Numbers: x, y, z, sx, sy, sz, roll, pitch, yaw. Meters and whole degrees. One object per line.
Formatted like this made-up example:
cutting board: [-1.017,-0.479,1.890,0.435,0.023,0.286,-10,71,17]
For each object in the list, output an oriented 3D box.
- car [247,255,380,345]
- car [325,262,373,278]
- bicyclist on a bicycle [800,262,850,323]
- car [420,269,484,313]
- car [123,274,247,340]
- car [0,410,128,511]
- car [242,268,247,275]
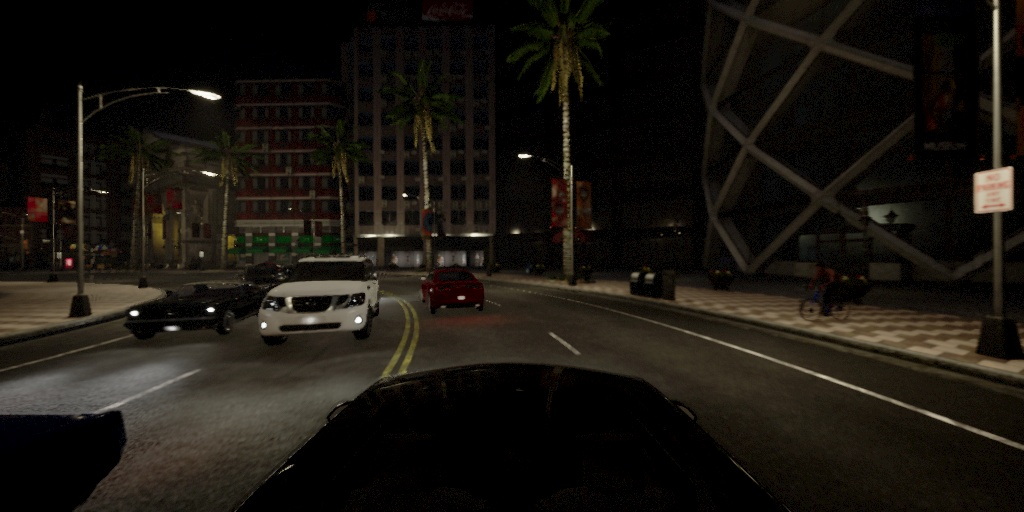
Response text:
car: [-5.011,1.002,10.151,2.150,2.045,5.566,0,0,-17]
car: [-16.385,1.341,35.929,4.902,1.511,2.128,0,0,34]
bicyclist on a bicycle: [8.540,0.998,9.773,1.656,1.620,0.582,-1,0,-11]
car: [-2.506,1.243,14.257,1.882,1.535,5.008,0,0,-19]
car: [-8.745,1.404,10.535,1.895,1.301,4.718,0,0,-19]
car: [-3.804,1.374,0.415,1.895,1.301,4.718,0,0,-1]
car: [-13.754,1.338,19.705,1.837,1.490,4.892,0,0,-40]
